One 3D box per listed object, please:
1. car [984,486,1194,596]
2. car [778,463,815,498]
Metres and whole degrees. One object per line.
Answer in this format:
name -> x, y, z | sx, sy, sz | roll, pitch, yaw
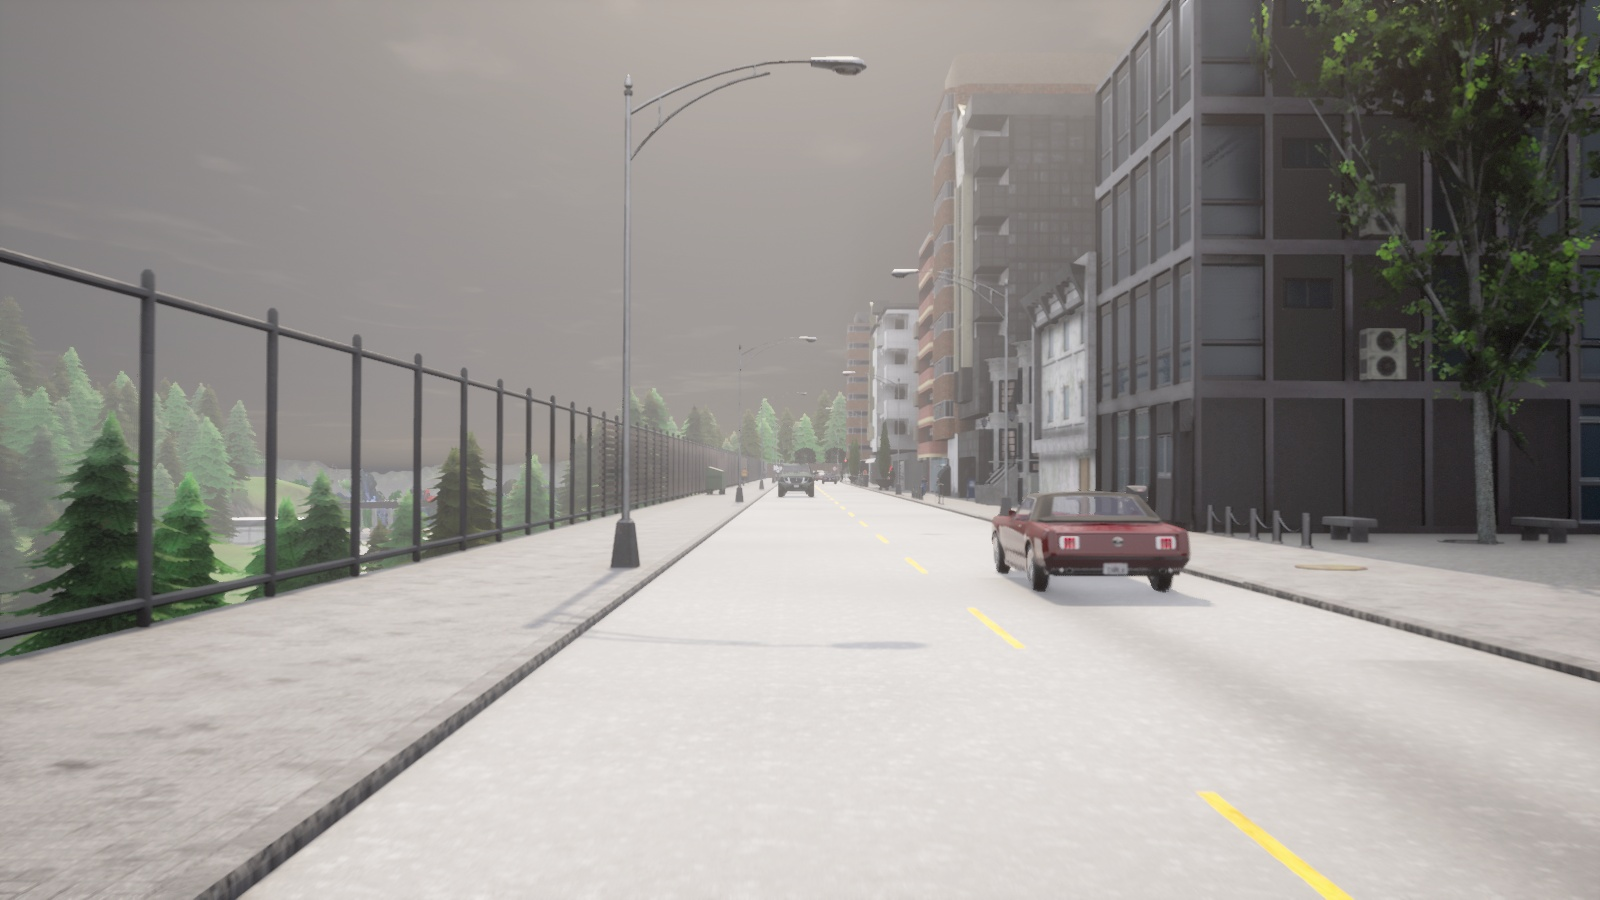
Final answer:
car -> 3.948, 1.201, 18.016 | 1.895, 1.301, 4.718 | 0, -1, 0
car -> -0.212, 1.811, 76.243 | 2.150, 2.045, 5.566 | 0, -1, 0
